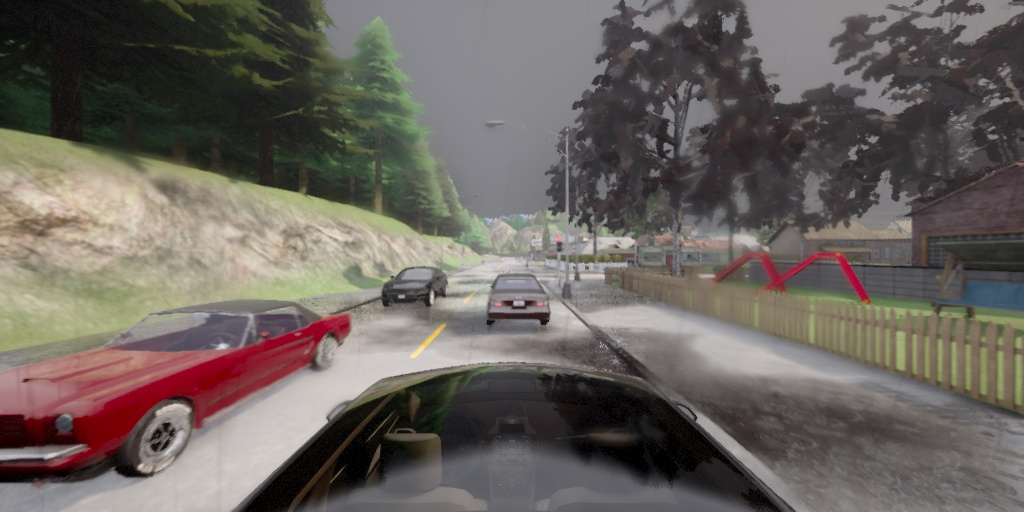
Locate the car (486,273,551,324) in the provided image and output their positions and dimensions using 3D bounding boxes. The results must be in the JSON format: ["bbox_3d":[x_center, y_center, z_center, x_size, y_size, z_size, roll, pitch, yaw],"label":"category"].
[{"bbox_3d":[0.112,1.266,11.768,2.033,1.411,5.357,0,0,-2],"label":"car"}]

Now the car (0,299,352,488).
[{"bbox_3d":[-4.094,1.342,4.849,1.895,1.301,4.718,0,0,0],"label":"car"}]

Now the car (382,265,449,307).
[{"bbox_3d":[-4.001,1.186,15.496,1.882,1.535,5.008,0,0,0],"label":"car"}]
